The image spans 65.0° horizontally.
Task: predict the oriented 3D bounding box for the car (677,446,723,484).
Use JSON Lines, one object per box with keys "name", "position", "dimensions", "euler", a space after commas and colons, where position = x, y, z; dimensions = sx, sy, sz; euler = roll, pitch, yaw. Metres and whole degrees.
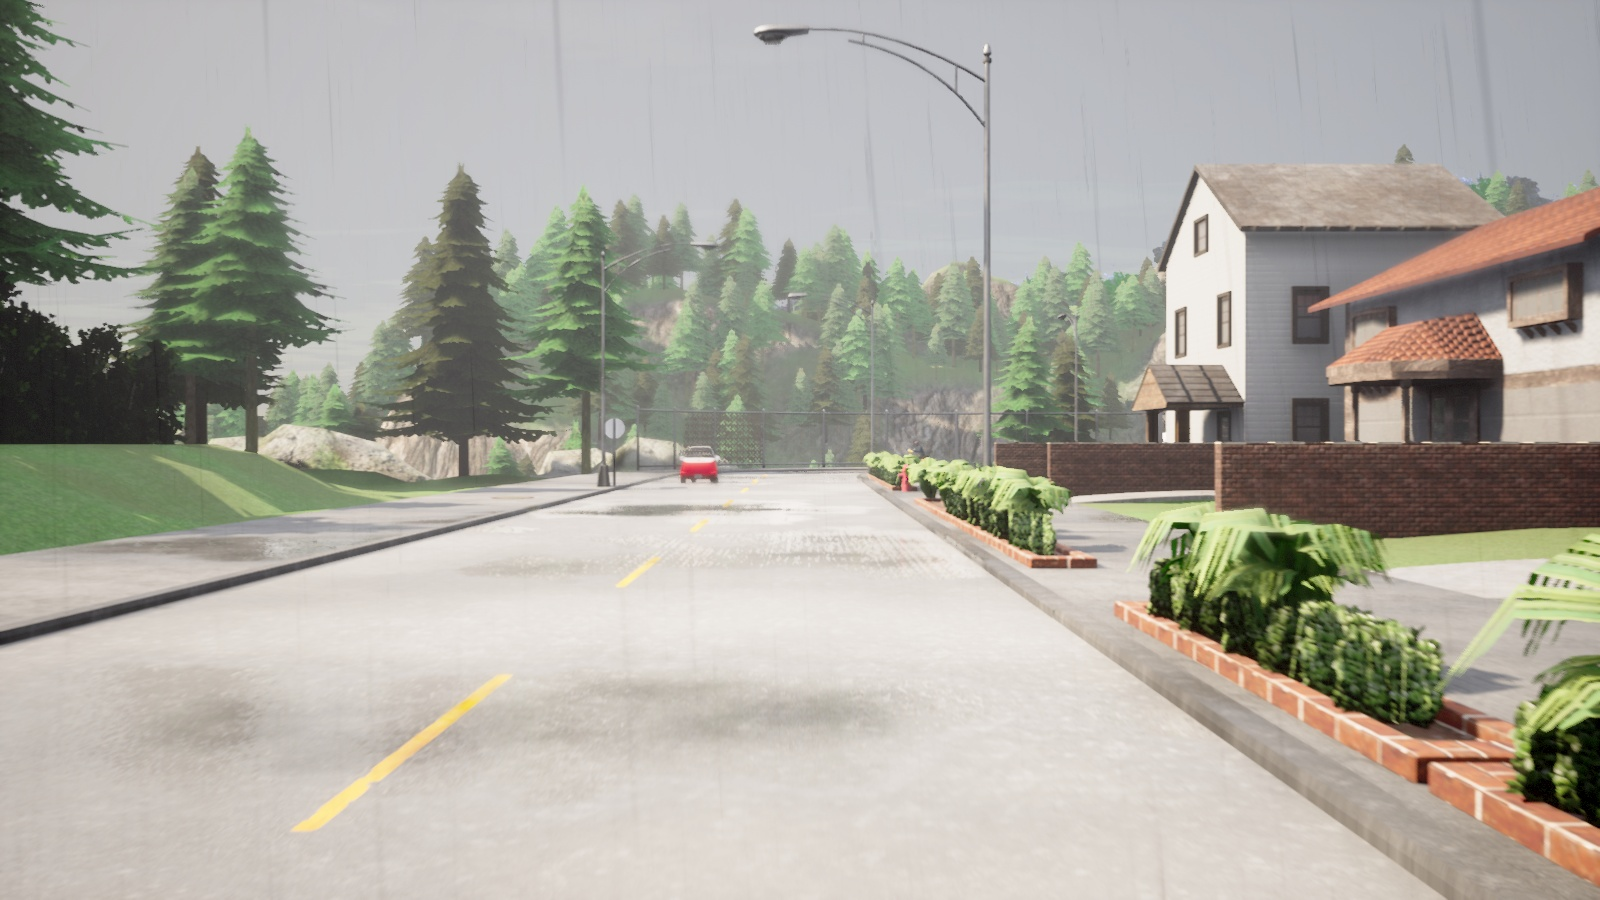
{"name": "car", "position": [-3.700, 0.535, 46.688], "dimensions": [1.481, 1.376, 2.207], "euler": [0, 0, 1]}
